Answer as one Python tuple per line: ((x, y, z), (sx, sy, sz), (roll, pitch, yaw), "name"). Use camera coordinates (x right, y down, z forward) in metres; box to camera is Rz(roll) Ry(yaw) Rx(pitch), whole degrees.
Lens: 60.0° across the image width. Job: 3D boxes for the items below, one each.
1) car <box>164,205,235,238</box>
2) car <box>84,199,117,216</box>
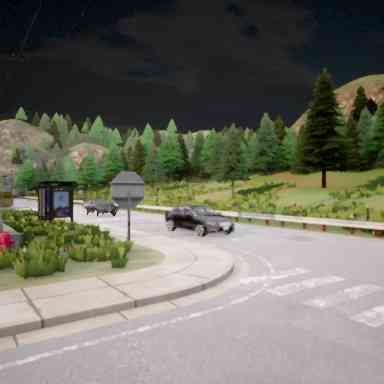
((0.275, 1.484, 18.109), (2.128, 1.511, 4.902), (0, 0, -34), "car")
((-8.655, 1.411, 31.257), (1.837, 1.490, 4.892), (0, 0, -35), "car")
